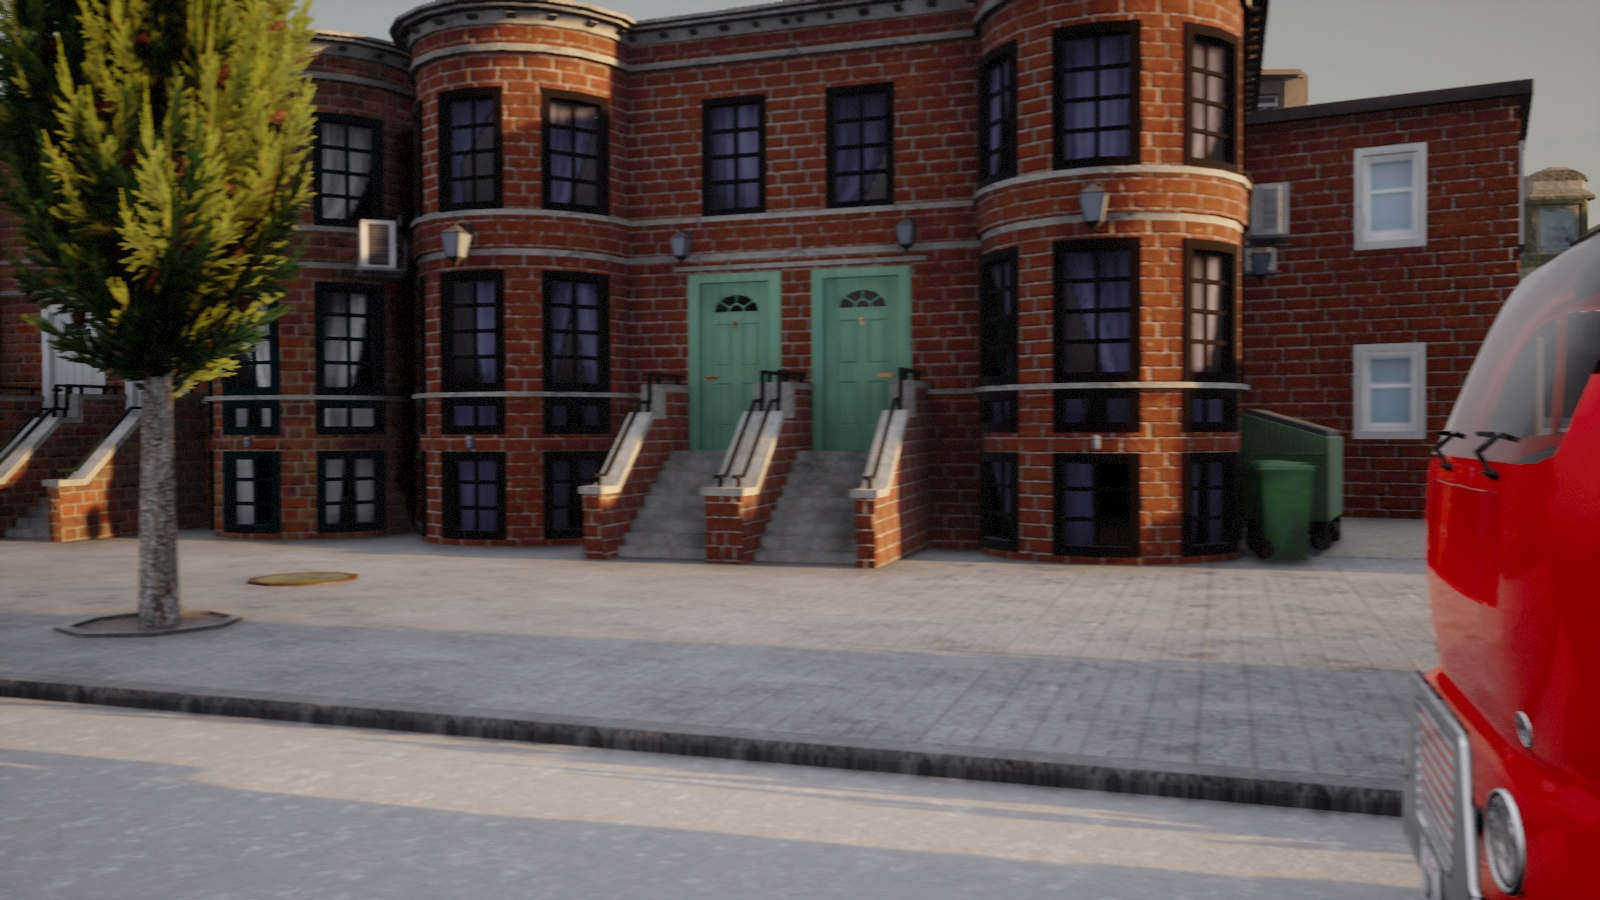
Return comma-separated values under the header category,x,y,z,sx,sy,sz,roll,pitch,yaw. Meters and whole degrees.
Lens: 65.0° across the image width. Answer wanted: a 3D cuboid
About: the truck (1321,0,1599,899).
category,x,y,z,sx,sy,sz,roll,pitch,yaw
truck,3.915,0.316,2.396,5.204,2.467,2.627,1,1,19
